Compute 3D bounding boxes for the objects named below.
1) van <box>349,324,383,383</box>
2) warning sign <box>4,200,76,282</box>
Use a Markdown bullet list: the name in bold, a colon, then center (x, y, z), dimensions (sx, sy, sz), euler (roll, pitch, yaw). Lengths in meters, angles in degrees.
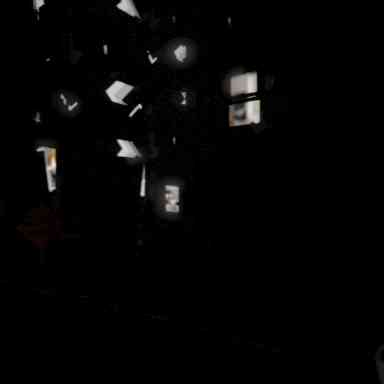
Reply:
- **van**: center (2.612, 1.332, 1.037), dimensions (3.998, 1.788, 1.690), euler (0, 0, 35)
- **warning sign**: center (-3.842, 1.139, 8.469), dimensions (1.060, 1.860, 1.300), euler (0, 0, 35)
